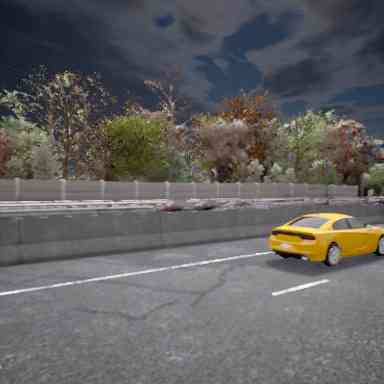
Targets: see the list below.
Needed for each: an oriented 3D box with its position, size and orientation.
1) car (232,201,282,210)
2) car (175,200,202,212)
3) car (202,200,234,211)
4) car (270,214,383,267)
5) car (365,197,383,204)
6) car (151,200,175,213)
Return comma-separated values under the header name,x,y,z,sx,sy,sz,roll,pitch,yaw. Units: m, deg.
name,x,y,z,sx,sy,sz,roll,pitch,yaw
car,5.405,1.578,25.048,4.181,1.385,1.994,0,0,-35
car,1.242,1.491,30.677,5.008,1.535,1.882,0,0,-35
car,3.541,1.519,28.018,4.892,1.490,1.837,0,0,-35
car,4.864,1.484,11.517,5.008,1.535,1.882,0,0,-36
car,31.266,1.569,56.313,4.892,1.490,1.837,0,0,-35
car,-1.740,1.538,32.848,4.674,1.442,1.812,0,0,-36
